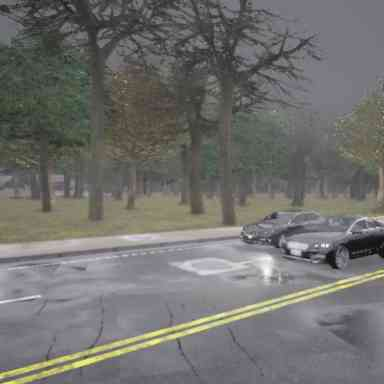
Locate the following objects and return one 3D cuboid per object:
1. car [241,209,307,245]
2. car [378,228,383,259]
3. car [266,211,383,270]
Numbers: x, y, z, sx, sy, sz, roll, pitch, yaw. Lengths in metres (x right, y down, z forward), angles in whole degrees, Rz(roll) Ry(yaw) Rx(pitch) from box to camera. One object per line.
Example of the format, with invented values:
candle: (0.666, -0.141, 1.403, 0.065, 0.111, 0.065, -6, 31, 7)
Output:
car: (4.303, 1.562, 14.737, 4.892, 1.490, 1.837, 0, 0, -35)
car: (6.734, 1.610, 8.239, 4.181, 1.385, 1.994, 0, 0, -35)
car: (5.084, 1.540, 11.302, 4.902, 1.511, 2.128, 0, 0, -35)
